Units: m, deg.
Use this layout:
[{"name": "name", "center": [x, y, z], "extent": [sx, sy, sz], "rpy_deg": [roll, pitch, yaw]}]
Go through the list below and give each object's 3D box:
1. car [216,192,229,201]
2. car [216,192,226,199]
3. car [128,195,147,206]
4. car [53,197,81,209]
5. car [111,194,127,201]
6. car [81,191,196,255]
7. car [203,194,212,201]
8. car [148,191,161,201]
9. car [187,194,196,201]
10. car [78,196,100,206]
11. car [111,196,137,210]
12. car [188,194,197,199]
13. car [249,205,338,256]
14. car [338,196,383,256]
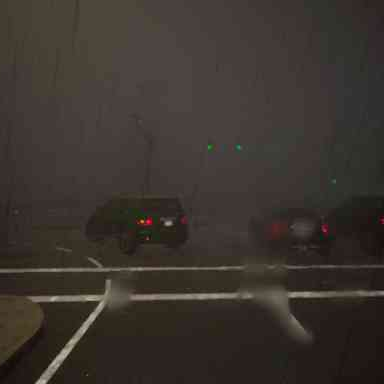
[{"name": "car", "center": [6.949, 1.184, 72.248], "extent": [1.895, 1.301, 4.718], "rpy_deg": [0, 0, 1]}, {"name": "car", "center": [7.152, 0.885, 82.511], "extent": [2.097, 1.767, 4.553], "rpy_deg": [0, 0, 1]}, {"name": "car", "center": [-8.117, 1.262, 50.004], "extent": [2.033, 1.411, 5.357], "rpy_deg": [0, 0, 1]}, {"name": "car", "center": [-15.139, 1.333, 40.311], "extent": [1.994, 1.385, 4.181], "rpy_deg": [0, 0, 0]}, {"name": "car", "center": [-15.077, 1.130, 69.059], "extent": [2.128, 1.511, 4.902], "rpy_deg": [0, 0, 0]}, {"name": "car", "center": [-2.384, 1.144, 13.436], "extent": [2.150, 2.045, 5.566], "rpy_deg": [1, 0, -36]}, {"name": "car", "center": [3.453, 1.063, 72.843], "extent": [1.882, 1.535, 5.008], "rpy_deg": [0, 0, 1]}, {"name": "car", "center": [-8.058, 0.803, 71.294], "extent": [2.150, 2.045, 5.566], "rpy_deg": [0, 0, 0]}, {"name": "car", "center": [-0.048, 1.181, 72.572], "extent": [1.895, 1.301, 4.718], "rpy_deg": [0, 0, 1]}, {"name": "car", "center": [-15.116, 1.320, 49.064], "extent": [1.895, 1.301, 4.718], "rpy_deg": [0, 0, 0]}, {"name": "car", "center": [-8.143, 1.261, 40.256], "extent": [2.128, 1.511, 4.902], "rpy_deg": [0, 0, 0]}, {"name": "car", "center": [0.149, 1.125, 82.460], "extent": [1.895, 1.301, 4.718], "rpy_deg": [0, 0, 1]}, {"name": "car", "center": [3.582, 1.276, 12.993], "extent": [2.097, 1.767, 4.553], "rpy_deg": [0, 0, 0]}, {"name": "car", "center": [7.085, 1.147, 12.985], "extent": [2.150, 2.045, 5.566], "rpy_deg": [0, 0, 0]}]
